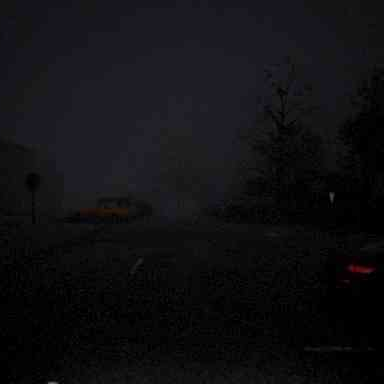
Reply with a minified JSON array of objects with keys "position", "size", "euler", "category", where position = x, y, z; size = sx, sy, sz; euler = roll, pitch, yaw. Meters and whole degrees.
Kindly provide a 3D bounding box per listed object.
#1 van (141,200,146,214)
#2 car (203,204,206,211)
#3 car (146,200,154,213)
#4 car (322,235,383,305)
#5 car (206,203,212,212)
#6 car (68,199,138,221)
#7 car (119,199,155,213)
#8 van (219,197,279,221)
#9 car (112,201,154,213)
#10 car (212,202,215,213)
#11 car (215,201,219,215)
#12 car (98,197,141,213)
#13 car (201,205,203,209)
[{"position":[-7.327,1.504,33.880],"size":[4.442,1.987,1.878],"euler":[0,-1,-1],"category":"van"},{"position":[4.682,1.738,44.018],"size":[5.566,2.045,2.435],"euler":[0,-2,-1],"category":"car"},{"position":[-7.477,1.626,40.070],"size":[5.566,2.045,2.435],"euler":[0,-1,-1],"category":"car"},{"position":[5.040,1.514,6.590],"size":[4.674,1.452,2.002],"euler":[0,0,0],"category":"car"},{"position":[4.755,1.581,38.559],"size":[5.566,2.045,2.435],"euler":[0,-2,-1],"category":"car"},{"position":[-7.574,1.616,27.920],"size":[5.366,1.575,1.946],"euler":[0,-1,-1],"category":"car"},{"position":[-7.555,1.928,46.017],"size":[4.553,1.767,2.185],"euler":[0,-2,-1],"category":"car"},{"position":[4.767,1.380,27.386],"size":[4.442,1.987,1.878],"euler":[0,-1,-1],"category":"van"},{"position":[-7.540,1.963,42.979],"size":[5.008,1.535,2.097],"euler":[0,-2,-1],"category":"car"},{"position":[5.021,1.699,32.839],"size":[5.366,1.575,1.946],"euler":[0,-1,-1],"category":"car"},{"position":[5.044,1.649,30.179],"size":[5.366,1.575,1.946],"euler":[0,-1,0],"category":"car"},{"position":[-7.385,1.542,30.841],"size":[4.553,1.767,2.185],"euler":[0,-1,-1],"category":"car"},{"position":[3.735,2.586,58.426],"size":[2.033,1.411,5.357],"euler":[-2,-4,41],"category":"car"}]
